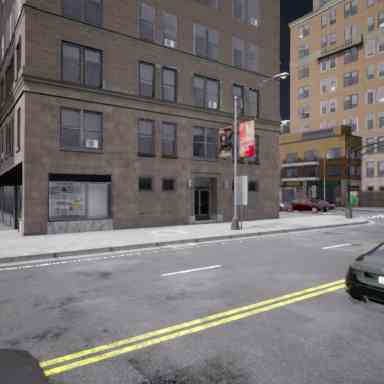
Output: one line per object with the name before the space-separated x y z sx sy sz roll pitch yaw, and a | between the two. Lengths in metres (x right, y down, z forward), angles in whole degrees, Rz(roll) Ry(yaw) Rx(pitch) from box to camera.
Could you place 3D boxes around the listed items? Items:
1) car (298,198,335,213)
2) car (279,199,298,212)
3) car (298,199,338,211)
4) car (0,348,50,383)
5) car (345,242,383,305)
car | 12.679 1.467 36.746 1.882 1.535 5.008 0 0 -35
car | 9.218 1.419 37.265 1.967 1.590 4.097 0 0 -35
car | 15.788 1.576 41.872 1.947 1.339 4.313 0 0 -35
car | -3.230 1.548 1.143 5.357 1.411 2.033 0 0 -35
car | 5.133 1.563 7.072 4.181 1.385 1.994 0 0 -35
